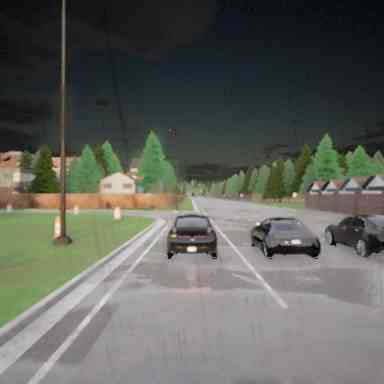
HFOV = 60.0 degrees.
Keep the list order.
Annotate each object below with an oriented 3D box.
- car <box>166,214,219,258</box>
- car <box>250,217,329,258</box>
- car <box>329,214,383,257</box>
[{"bbox_3d":[0.015,1.662,13.500,1.837,1.490,4.892,0,0,1],"label":"car"},{"bbox_3d":[3.610,1.720,13.528,1.994,1.385,4.181,0,-1,0],"label":"car"},{"bbox_3d":[7.107,1.663,13.551,1.837,1.490,4.892,0,0,0],"label":"car"}]
